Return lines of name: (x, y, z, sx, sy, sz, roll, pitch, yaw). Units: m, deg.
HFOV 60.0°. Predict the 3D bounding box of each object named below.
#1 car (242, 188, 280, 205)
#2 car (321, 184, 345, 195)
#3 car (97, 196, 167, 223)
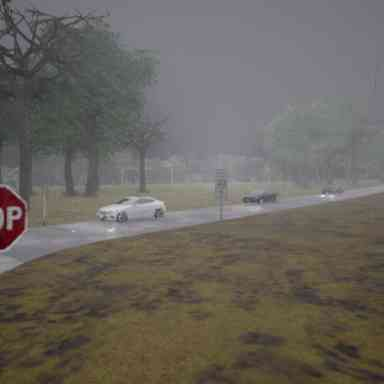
car: (6.785, 0.374, 32.368, 1.882, 1.535, 5.008, 1, 3, 42)
car: (20.035, -0.365, 47.054, 2.033, 1.411, 5.357, 1, 3, 42)
car: (-3.618, 1.018, 20.730, 1.812, 1.442, 4.674, 1, 3, 42)
